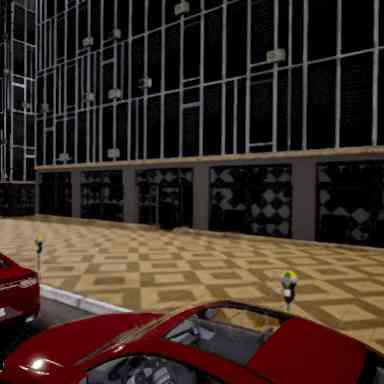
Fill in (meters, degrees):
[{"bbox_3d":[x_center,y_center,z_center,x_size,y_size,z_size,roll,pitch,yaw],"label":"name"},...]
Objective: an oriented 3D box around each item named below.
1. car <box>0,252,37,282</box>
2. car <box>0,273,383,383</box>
[{"bbox_3d":[-4.500,1.546,5.876,4.507,1.381,1.887,0,1,36],"label":"car"},{"bbox_3d":[0.099,1.582,2.597,4.206,1.307,1.802,0,1,36],"label":"car"}]
